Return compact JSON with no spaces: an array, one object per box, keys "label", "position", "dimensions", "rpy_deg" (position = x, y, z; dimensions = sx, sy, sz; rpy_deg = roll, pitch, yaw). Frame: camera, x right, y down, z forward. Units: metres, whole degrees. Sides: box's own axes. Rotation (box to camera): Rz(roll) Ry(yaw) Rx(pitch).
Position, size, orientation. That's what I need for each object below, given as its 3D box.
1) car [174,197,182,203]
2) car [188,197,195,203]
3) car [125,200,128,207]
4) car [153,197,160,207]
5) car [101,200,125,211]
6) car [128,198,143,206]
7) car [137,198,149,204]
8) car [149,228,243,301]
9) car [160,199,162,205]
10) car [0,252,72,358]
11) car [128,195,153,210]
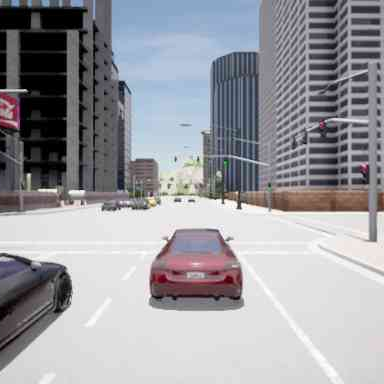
[{"label":"car","position":[-3.614,1.947,83.942],"dimensions":[2.128,1.511,4.902],"rpy_deg":[0,0,0]},{"label":"car","position":[-0.114,2.017,83.976],"dimensions":[1.895,1.301,4.718],"rpy_deg":[0,0,0]},{"label":"car","position":[-10.623,1.869,53.321],"dimensions":[1.895,1.301,4.718],"rpy_deg":[0,0,0]},{"label":"car","position":[-7.106,1.759,56.092],"dimensions":[1.882,1.535,5.008],"rpy_deg":[0,0,0]},{"label":"car","position":[-10.651,1.748,44.214],"dimensions":[1.812,1.442,4.674],"rpy_deg":[0,0,0]},{"label":"car","position":[-10.596,1.878,62.469],"dimensions":[1.994,1.385,4.181],"rpy_deg":[0,0,0]},{"label":"car","position":[-10.598,1.916,72.464],"dimensions":[1.994,1.385,4.181],"rpy_deg":[0,0,0]},{"label":"car","position":[0.146,1.608,8.508],"dimensions":[1.994,1.385,4.181],"rpy_deg":[0,0,2]},{"label":"car","position":[-7.090,1.838,66.290],"dimensions":[1.837,1.490,4.892],"rpy_deg":[0,0,0]},{"label":"car","position":[-3.412,1.590,5.071],"dimensions":[1.994,1.385,4.181],"rpy_deg":[0,0,0]},{"label":"car","position":[-7.147,1.587,46.757],"dimensions":[2.097,1.767,4.553],"rpy_deg":[0,0,0]}]
